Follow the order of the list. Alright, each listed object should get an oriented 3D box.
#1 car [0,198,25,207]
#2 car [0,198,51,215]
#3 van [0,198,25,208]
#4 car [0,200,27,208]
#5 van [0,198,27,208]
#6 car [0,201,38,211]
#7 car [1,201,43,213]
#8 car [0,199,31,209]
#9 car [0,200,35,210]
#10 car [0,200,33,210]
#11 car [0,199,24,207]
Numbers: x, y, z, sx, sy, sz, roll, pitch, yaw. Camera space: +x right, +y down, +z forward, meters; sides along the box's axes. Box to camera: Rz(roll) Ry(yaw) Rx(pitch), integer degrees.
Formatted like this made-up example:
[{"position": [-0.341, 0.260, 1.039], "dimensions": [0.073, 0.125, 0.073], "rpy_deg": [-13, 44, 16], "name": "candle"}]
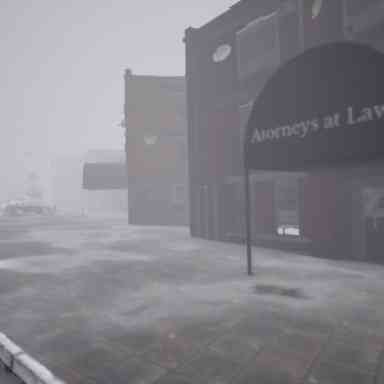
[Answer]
[{"position": [-42.518, 2.378, 77.755], "dimensions": [2.435, 2.045, 5.566], "rpy_deg": [-2, -2, 39], "name": "car"}, {"position": [-18.385, 1.790, 37.486], "dimensions": [2.231, 1.521, 4.892], "rpy_deg": [-1, -1, 39], "name": "car"}, {"position": [-37.935, 2.230, 70.279], "dimensions": [1.878, 1.987, 4.442], "rpy_deg": [-2, -2, 39], "name": "van"}, {"position": [-36.500, 2.398, 67.663], "dimensions": [2.097, 1.535, 5.008], "rpy_deg": [-2, -2, 39], "name": "car"}, {"position": [-35.056, 2.117, 65.063], "dimensions": [1.878, 1.987, 4.442], "rpy_deg": [-1, -1, 39], "name": "van"}, {"position": [-25.926, 2.079, 50.061], "dimensions": [2.002, 1.452, 4.674], "rpy_deg": [-1, -1, 39], "name": "car"}, {"position": [-22.906, 1.979, 45.030], "dimensions": [2.002, 1.452, 4.674], "rpy_deg": [-1, -1, 39], "name": "car"}, {"position": [-31.944, 2.115, 60.145], "dimensions": [2.185, 1.767, 4.553], "rpy_deg": [-1, -1, 39], "name": "car"}, {"position": [-28.964, 2.169, 55.066], "dimensions": [2.163, 1.488, 4.792], "rpy_deg": [-1, -1, 39], "name": "car"}, {"position": [-30.452, 2.190, 57.610], "dimensions": [2.231, 1.521, 4.892], "rpy_deg": [-1, -1, 39], "name": "car"}, {"position": [-39.536, 2.384, 72.677], "dimensions": [2.185, 1.767, 4.553], "rpy_deg": [-2, -2, 39], "name": "car"}]
